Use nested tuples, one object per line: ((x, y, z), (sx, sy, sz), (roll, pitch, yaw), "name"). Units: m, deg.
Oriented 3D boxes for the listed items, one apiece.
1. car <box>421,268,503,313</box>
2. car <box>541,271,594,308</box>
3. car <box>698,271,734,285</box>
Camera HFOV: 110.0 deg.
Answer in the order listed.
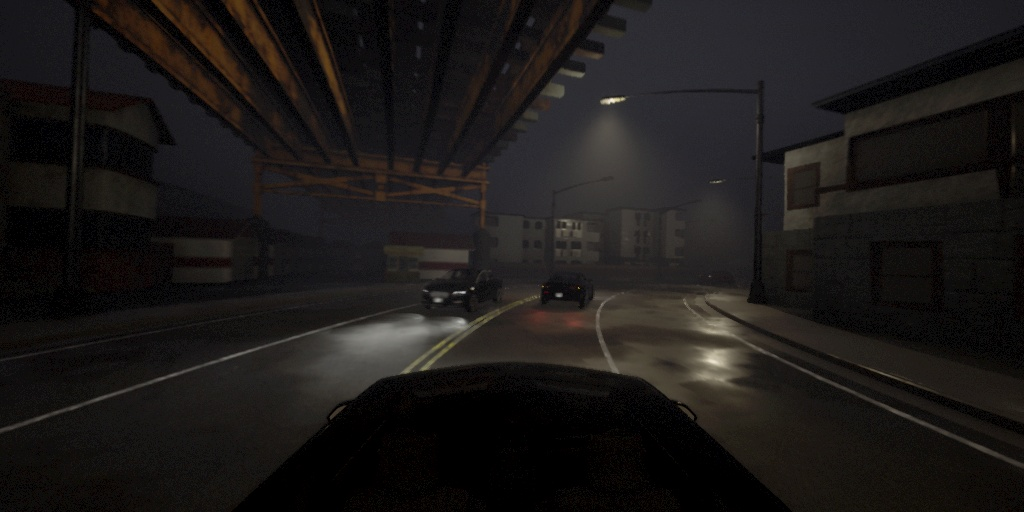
((-1.775, 1.236, 14.259), (2.128, 1.511, 4.902), (1, 0, 16), "car")
((2.568, 1.394, 16.183), (1.812, 1.442, 4.674), (1, -1, 19), "car")
((25.948, 2.638, 45.619), (4.553, 1.767, 2.097), (3, -1, -21), "car")
